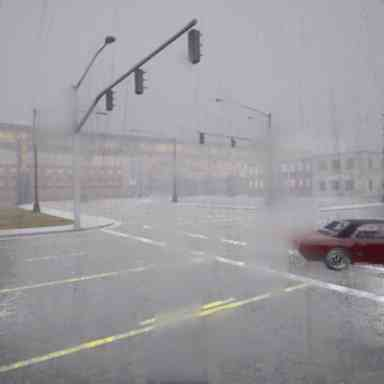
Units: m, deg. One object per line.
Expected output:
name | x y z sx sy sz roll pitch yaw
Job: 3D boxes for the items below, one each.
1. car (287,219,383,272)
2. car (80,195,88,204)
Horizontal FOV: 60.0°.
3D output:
car | 5.254 1.430 9.452 4.718 1.301 1.895 -1 1 6
car | -19.059 1.229 57.473 1.837 1.490 4.892 -3 1 -12
